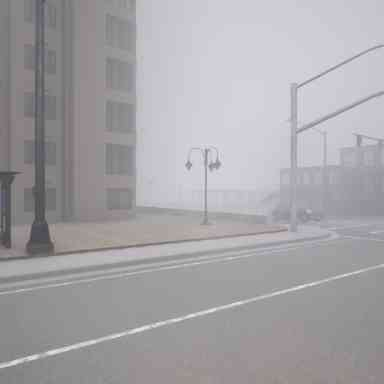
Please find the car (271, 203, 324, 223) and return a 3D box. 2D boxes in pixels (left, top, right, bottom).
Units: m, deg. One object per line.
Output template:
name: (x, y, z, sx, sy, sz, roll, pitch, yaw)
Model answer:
car: (9.141, 1.744, 29.119, 2.097, 1.767, 4.553, 1, -5, -36)
